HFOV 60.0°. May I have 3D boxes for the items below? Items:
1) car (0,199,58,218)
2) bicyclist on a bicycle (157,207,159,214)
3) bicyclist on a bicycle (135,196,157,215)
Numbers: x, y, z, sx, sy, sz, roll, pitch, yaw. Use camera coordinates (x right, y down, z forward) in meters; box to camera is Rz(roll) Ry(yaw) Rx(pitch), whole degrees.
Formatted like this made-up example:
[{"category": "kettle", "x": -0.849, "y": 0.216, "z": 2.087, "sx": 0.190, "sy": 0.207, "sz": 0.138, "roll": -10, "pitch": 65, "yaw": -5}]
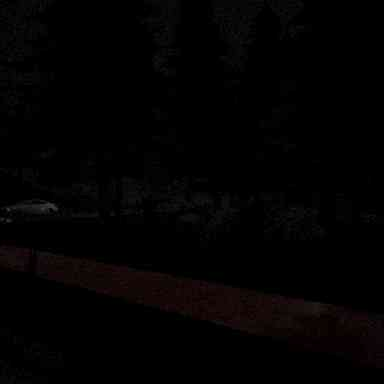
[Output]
[{"category": "car", "x": -13.783, "y": 1.363, "z": 28.259, "sx": 1.812, "sy": 1.442, "sz": 4.674, "roll": 0, "pitch": 0, "yaw": 35}, {"category": "bicyclist on a bicycle", "x": -3.563, "y": 1.143, "z": 28.944, "sx": 1.656, "sy": 1.620, "sz": 0.582, "roll": 0, "pitch": 0, "yaw": 22}, {"category": "bicyclist on a bicycle", "x": -4.125, "y": 1.142, "z": 28.461, "sx": 1.656, "sy": 1.620, "sz": 0.582, "roll": 0, "pitch": 0, "yaw": 15}]
